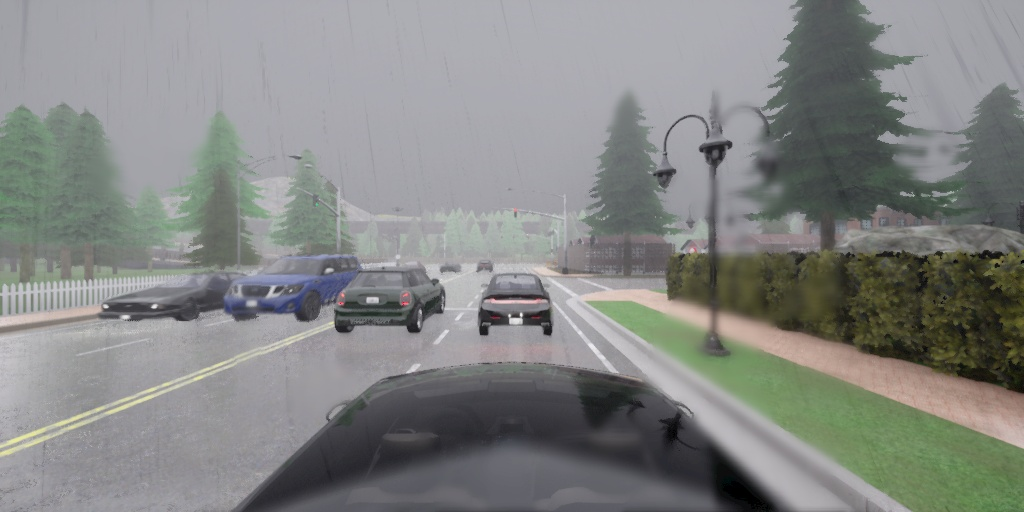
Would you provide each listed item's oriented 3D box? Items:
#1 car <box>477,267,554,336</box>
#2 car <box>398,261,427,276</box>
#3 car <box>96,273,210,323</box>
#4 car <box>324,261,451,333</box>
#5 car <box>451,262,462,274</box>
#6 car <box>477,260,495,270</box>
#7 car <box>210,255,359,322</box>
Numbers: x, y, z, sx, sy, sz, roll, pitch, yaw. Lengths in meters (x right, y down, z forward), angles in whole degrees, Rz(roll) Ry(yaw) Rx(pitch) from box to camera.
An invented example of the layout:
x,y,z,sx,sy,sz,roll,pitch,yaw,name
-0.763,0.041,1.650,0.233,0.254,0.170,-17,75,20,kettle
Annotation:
x,y,z,sx,sy,sz,roll,pitch,yaw,name
0.101,1.237,10.394,2.128,1.511,4.902,0,0,0,car
-10.507,1.255,38.083,1.812,1.442,4.674,0,0,0,car
-10.578,1.291,12.469,2.033,1.411,5.357,0,0,0,car
-3.395,1.097,10.875,2.097,1.767,4.553,0,0,0,car
-7.004,1.329,41.104,1.895,1.301,4.718,0,0,0,car
-3.310,1.230,45.149,1.837,1.490,4.892,0,0,0,car
-7.078,0.965,12.556,2.150,2.045,5.566,0,0,0,car
